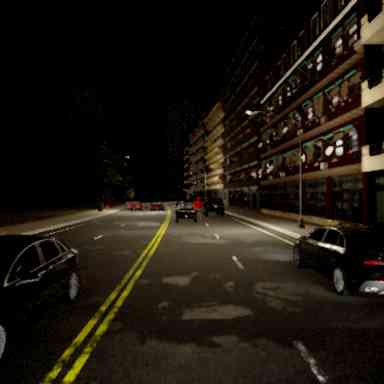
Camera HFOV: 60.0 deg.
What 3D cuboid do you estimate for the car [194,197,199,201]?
[{"bbox_3d":[1.533,1.820,49.897,2.150,2.045,5.566,0,-1,-4],"label":"car"}]

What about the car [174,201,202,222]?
[{"bbox_3d":[-0.550,1.852,30.323,2.128,1.511,4.902,0,-1,-2],"label":"car"}]

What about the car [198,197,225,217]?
[{"bbox_3d":[2.340,1.672,37.778,2.150,2.045,5.566,0,-1,-4],"label":"car"}]

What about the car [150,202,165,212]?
[{"bbox_3d":[-5.035,2.144,48.779,1.994,1.385,4.181,0,-1,-4],"label":"car"}]

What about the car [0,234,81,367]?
[{"bbox_3d":[-3.388,1.569,5.647,1.837,1.490,4.892,0,-1,0],"label":"car"}]

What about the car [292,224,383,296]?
[{"bbox_3d":[4.183,1.614,8.928,1.837,1.490,4.892,0,-1,-1],"label":"car"}]

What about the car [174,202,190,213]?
[{"bbox_3d":[-1.521,2.117,47.714,2.033,1.411,5.357,0,-1,-4],"label":"car"}]

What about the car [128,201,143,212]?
[{"bbox_3d":[-8.305,2.058,49.024,1.882,1.535,5.008,0,-1,-4],"label":"car"}]
